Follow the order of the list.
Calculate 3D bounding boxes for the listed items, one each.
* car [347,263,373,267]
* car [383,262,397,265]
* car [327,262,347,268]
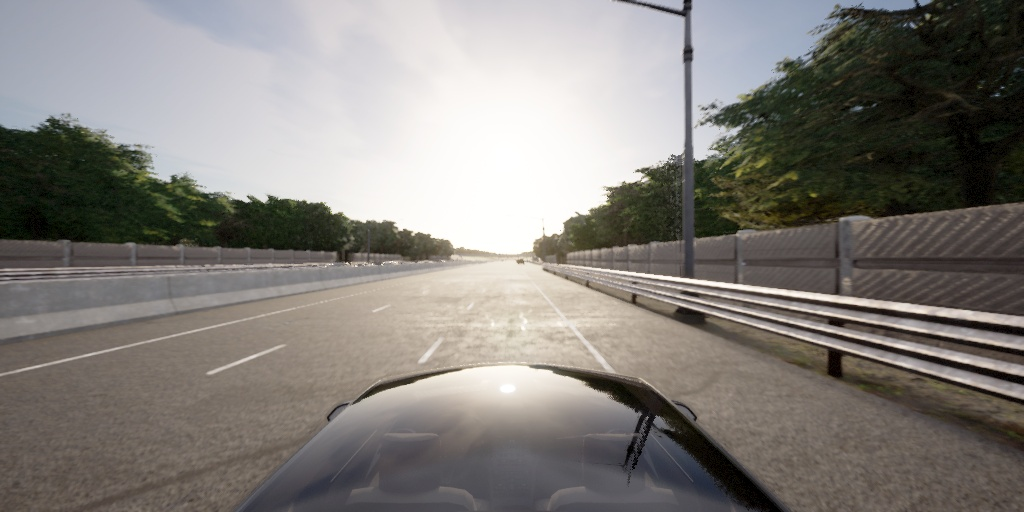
[{"bbox_3d":[-21.040,1.768,50.900,1.895,1.301,4.718,0,0,1],"label":"car"},{"bbox_3d":[-17.544,1.676,51.476,1.837,1.490,4.892,0,0,1],"label":"car"},{"bbox_3d":[-24.536,1.672,51.029,1.837,1.490,4.892,0,0,1],"label":"car"}]
